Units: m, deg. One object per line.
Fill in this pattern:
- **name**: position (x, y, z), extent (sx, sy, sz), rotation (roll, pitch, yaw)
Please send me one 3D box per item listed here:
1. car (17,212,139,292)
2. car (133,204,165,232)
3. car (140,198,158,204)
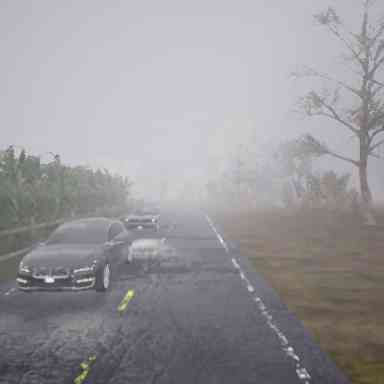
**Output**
- **car**: position (-2.842, 1.519, 9.074), extent (1.837, 1.490, 4.892), rotation (0, 0, 0)
- **car**: position (-2.798, 1.629, 20.321), extent (1.895, 1.301, 4.718), rotation (0, 0, 1)
- **car**: position (-6.655, 1.565, 51.004), extent (1.994, 1.385, 4.181), rotation (0, 0, -21)
